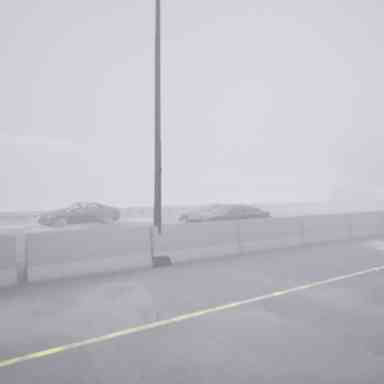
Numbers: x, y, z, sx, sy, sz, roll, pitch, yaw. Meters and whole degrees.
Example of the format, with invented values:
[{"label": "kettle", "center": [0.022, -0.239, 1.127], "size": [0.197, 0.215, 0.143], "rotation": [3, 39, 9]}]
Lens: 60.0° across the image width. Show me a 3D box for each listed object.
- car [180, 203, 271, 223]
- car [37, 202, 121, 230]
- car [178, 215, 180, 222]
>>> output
[{"label": "car", "center": [2.113, 1.381, 18.044], "size": [5.008, 1.535, 1.882], "rotation": [0, 0, -34]}, {"label": "car", "center": [-6.829, 1.383, 20.465], "size": [4.902, 1.511, 2.128], "rotation": [0, 0, -34]}, {"label": "car", "center": [1.754, 1.430, 22.017], "size": [5.357, 1.411, 2.033], "rotation": [0, 0, -34]}]
